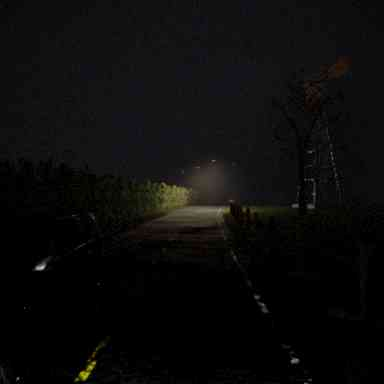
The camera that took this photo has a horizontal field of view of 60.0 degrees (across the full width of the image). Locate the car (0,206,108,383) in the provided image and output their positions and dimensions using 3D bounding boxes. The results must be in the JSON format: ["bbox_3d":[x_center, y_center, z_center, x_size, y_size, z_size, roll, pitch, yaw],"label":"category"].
[{"bbox_3d":[-2.792,1.271,4.623,2.150,2.045,5.566,0,-1,1],"label":"car"}]
